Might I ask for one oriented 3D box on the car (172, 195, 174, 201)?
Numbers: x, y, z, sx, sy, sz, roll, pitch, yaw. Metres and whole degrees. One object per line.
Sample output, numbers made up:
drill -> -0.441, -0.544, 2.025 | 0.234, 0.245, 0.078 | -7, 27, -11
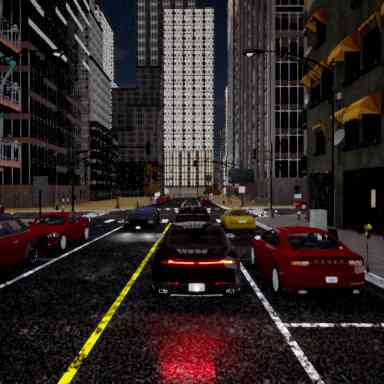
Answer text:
car -> -5.842, 1.311, 74.266 | 2.192, 1.841, 5.009 | -1, 0, 0

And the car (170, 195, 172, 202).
car -> -5.831, 1.310, 68.707 | 2.192, 1.841, 5.009 | -1, 0, 0

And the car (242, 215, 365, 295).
car -> 2.666, 1.543, 8.589 | 1.887, 1.381, 4.507 | -1, 0, 0

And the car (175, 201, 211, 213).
car -> 0.061, 1.475, 18.791 | 1.882, 1.535, 5.008 | 0, 0, 0

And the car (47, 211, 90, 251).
car -> -5.725, 1.542, 14.110 | 1.887, 1.381, 4.507 | -1, 0, 0

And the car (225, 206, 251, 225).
car -> 2.644, 1.522, 19.805 | 1.752, 1.417, 4.829 | -1, 0, 0

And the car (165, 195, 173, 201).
car -> -5.861, 1.521, 85.215 | 1.752, 1.417, 4.829 | -1, 0, 0

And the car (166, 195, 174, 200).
car -> -5.871, 1.541, 90.944 | 1.887, 1.381, 4.507 | -1, 0, 0

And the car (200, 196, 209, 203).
car -> 2.551, 1.520, 68.891 | 1.752, 1.417, 4.829 | -1, 0, 0

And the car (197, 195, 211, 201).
car -> 2.561, 1.435, 63.161 | 1.967, 1.590, 4.097 | -1, 0, 0

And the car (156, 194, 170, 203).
car -> -5.818, 1.540, 63.147 | 1.887, 1.381, 4.507 | -1, 0, 0

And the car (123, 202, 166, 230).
car -> -3.041, 1.600, 21.360 | 2.033, 1.411, 5.357 | 0, 0, 0

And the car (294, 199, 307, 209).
car -> 14.178, 1.254, 38.782 | 4.507, 1.381, 1.887 | -1, 1, -1

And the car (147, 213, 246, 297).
car -> 0.082, 1.503, 8.518 | 1.837, 1.490, 4.892 | 0, 0, 0

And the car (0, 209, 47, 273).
car -> -5.716, 1.439, 8.586 | 1.967, 1.590, 4.097 | -1, 0, 0

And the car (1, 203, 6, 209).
car -> -23.921, 1.744, 38.386 | 4.097, 1.590, 1.967 | -1, 1, -1
